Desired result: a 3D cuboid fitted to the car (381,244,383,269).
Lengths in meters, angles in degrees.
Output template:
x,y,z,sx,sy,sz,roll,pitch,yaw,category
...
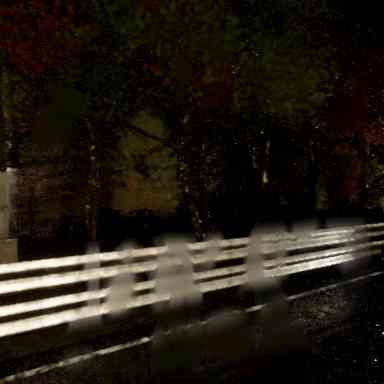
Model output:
x,y,z,sx,sy,sz,roll,pitch,yaw,category
7.279,1.241,8.793,5.566,2.045,2.150,1,0,-35,car
